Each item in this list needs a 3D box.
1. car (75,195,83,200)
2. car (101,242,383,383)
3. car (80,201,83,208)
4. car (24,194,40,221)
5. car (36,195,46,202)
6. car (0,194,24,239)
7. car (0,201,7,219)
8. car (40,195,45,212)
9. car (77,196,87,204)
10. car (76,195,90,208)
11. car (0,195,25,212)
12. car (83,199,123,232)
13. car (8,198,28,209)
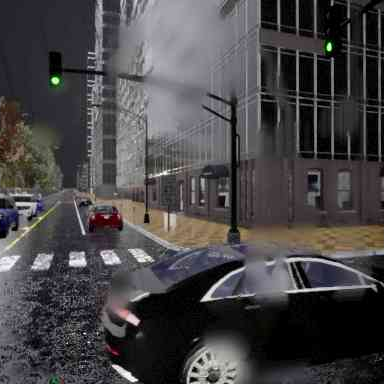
[{"bbox_3d":[-30.499,1.450,89.637,1.802,1.307,4.206,0,0,-20],"label":"car"},{"bbox_3d":[1.258,1.483,4.690,4.902,1.511,2.128,0,0,-19],"label":"car"},{"bbox_3d":[-7.309,1.553,25.523,1.947,1.339,4.313,0,0,-20],"label":"car"},{"bbox_3d":[-14.105,1.202,27.288,2.150,2.045,5.566,0,0,-20],"label":"car"},{"bbox_3d":[-34.520,1.477,76.113,1.802,1.307,4.206,0,0,-20],"label":"car"},{"bbox_3d":[-10.504,1.208,17.329,2.150,2.045,5.566,0,0,-20],"label":"car"},{"bbox_3d":[-17.122,1.528,28.014,2.008,1.369,4.403,0,0,-20],"label":"car"},{"bbox_3d":[-17.928,1.451,37.893,1.882,1.535,5.008,0,0,-19],"label":"car"},{"bbox_3d":[-20.894,1.468,63.083,1.752,1.417,4.829,0,0,-20],"label":"car"},{"bbox_3d":[-15.039,1.536,46.893,1.947,1.339,4.313,0,0,-20],"label":"car"},{"bbox_3d":[-20.987,1.285,38.703,2.192,1.841,5.009,0,0,-20],"label":"car"},{"bbox_3d":[-5.376,1.430,20.182,1.967,1.590,4.097,0,0,-20],"label":"car"},{"bbox_3d":[-22.921,1.546,44.046,1.802,1.307,4.206,0,0,-20],"label":"car"}]
